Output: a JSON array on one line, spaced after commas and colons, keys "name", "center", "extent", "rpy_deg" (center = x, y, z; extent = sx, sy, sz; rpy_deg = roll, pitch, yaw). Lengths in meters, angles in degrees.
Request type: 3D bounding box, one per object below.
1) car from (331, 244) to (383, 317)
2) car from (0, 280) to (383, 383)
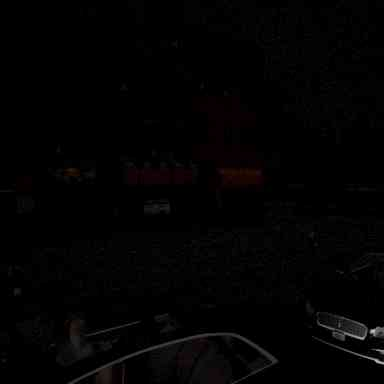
[{"name": "car", "center": [3.595, 1.548, 5.408], "extent": [4.403, 1.369, 2.008], "rpy_deg": [0, -2, -36]}, {"name": "car", "center": [-0.837, 1.550, 2.238], "extent": [4.403, 1.369, 2.008], "rpy_deg": [0, -2, -36]}]
